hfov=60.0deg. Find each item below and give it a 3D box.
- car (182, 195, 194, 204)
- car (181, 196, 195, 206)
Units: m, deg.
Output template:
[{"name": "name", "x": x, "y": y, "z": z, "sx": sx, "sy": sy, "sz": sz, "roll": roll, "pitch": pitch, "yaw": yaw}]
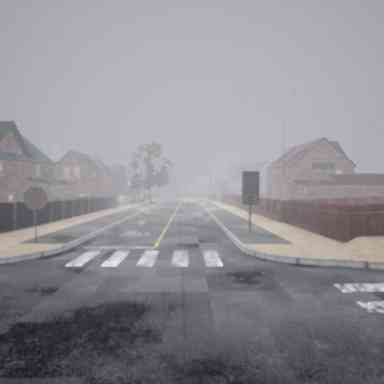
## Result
[{"name": "car", "x": -0.703, "y": 1.332, "z": 59.010, "sx": 1.994, "sy": 1.385, "sz": 4.181, "roll": 0, "pitch": 0, "yaw": -2}, {"name": "car", "x": -0.544, "y": 1.296, "z": 48.982, "sx": 1.812, "sy": 1.442, "sz": 4.674, "roll": 0, "pitch": 0, "yaw": -1}]
